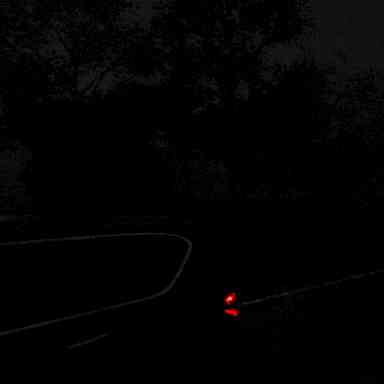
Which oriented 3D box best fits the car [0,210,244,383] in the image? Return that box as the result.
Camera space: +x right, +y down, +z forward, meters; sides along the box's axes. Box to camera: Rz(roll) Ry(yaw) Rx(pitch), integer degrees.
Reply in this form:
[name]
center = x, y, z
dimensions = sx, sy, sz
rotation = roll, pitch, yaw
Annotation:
[car]
center = -2.107, 1.211, 2.423
dimensions = 5.566, 2.045, 2.150
rotation = 0, 0, -35
